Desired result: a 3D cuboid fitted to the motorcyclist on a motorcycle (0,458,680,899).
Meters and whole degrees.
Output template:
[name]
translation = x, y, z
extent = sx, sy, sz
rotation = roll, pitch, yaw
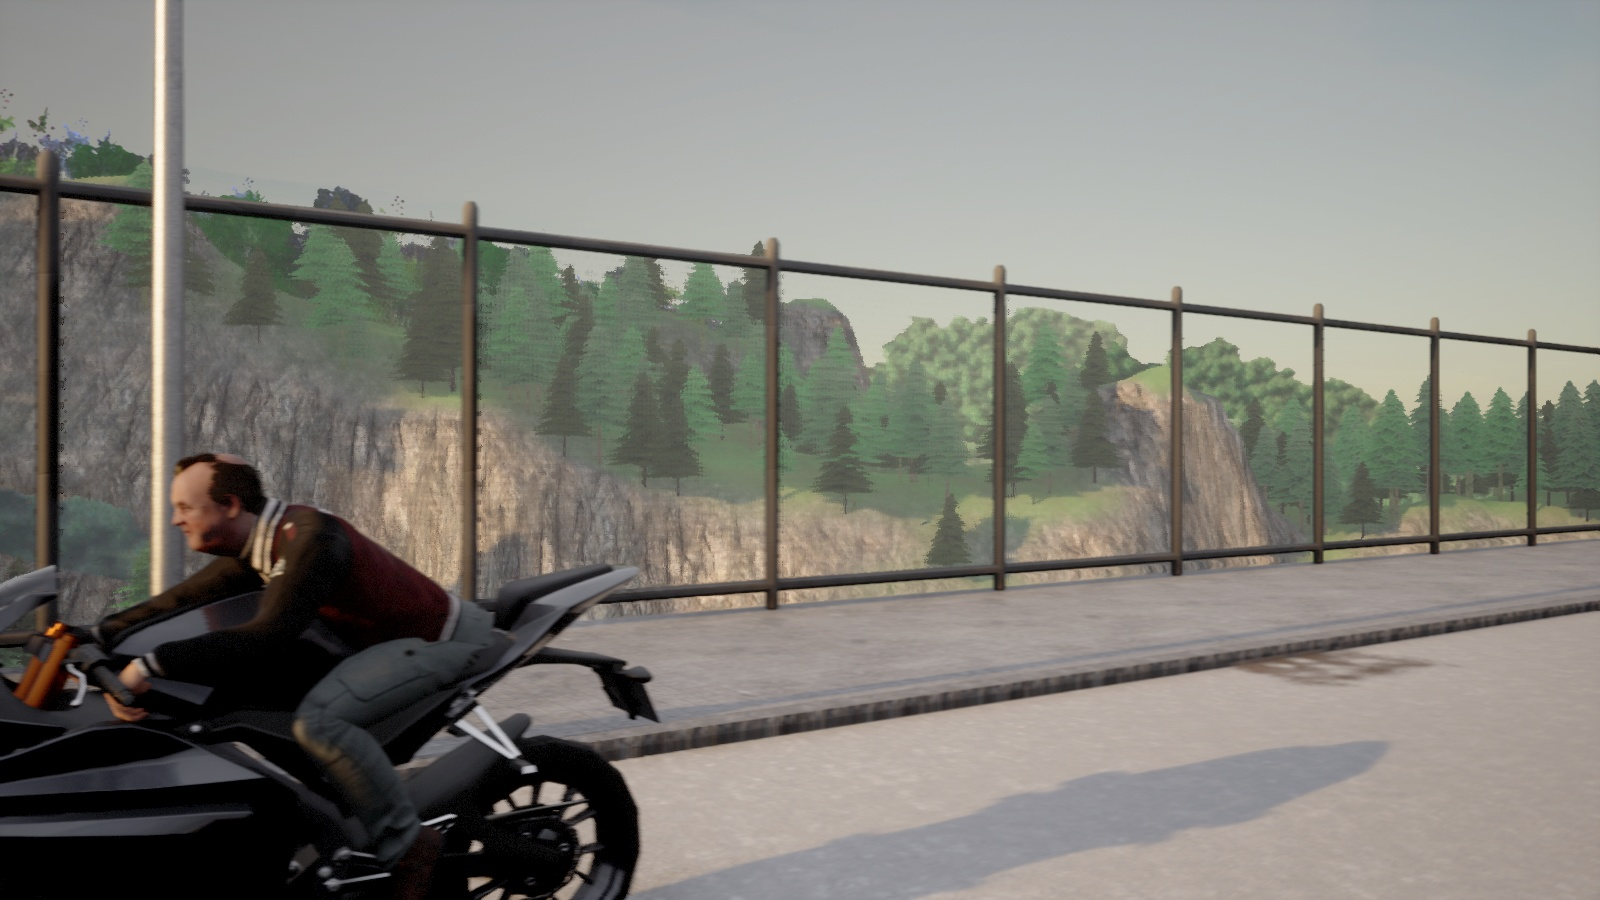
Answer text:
[motorcyclist on a motorcycle]
translation = -1.481, 0.791, 3.237
extent = 2.191, 1.530, 0.866
rotation = 0, 0, -35
